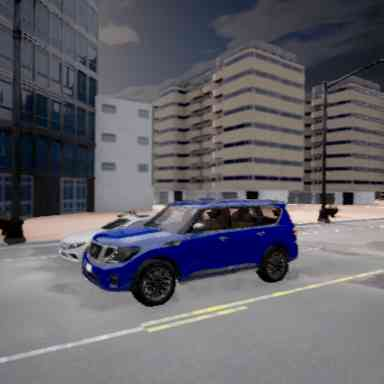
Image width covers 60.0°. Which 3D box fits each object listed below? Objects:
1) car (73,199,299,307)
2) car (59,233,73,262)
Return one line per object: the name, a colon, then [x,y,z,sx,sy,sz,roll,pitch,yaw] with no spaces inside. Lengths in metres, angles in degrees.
car: [0.232,1.211,8.280,5.566,2.045,2.150,0,0,-33]
car: [-1.912,1.492,11.065,4.674,1.442,1.812,1,0,-33]
